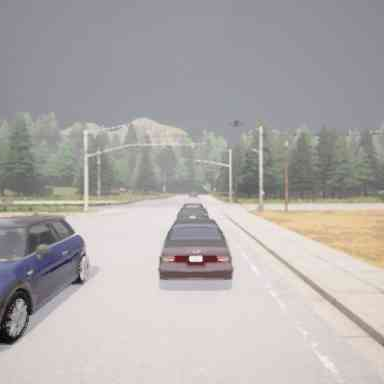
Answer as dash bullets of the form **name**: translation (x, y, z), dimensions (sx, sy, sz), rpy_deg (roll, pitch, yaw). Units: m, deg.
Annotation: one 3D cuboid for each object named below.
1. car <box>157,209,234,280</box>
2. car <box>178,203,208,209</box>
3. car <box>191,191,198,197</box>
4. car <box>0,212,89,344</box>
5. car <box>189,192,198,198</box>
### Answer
- **car**: translation (0.088, 1.462, 9.675), dimensions (2.033, 1.411, 5.357), rpy_deg (0, 1, 0)
- **car**: translation (0.071, 1.367, 20.756), dimensions (1.994, 1.385, 4.181), rpy_deg (0, 1, 1)
- **car**: translation (0.717, 0.562, 95.010), dimensions (2.033, 1.411, 5.357), rpy_deg (0, 1, 2)
- **car**: translation (-3.599, 1.314, 6.303), dimensions (2.097, 1.767, 4.553), rpy_deg (0, 1, 0)
- **car**: translation (0.327, 0.735, 84.965), dimensions (1.994, 1.385, 4.181), rpy_deg (0, 1, 2)
